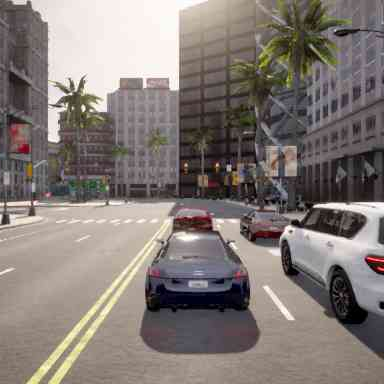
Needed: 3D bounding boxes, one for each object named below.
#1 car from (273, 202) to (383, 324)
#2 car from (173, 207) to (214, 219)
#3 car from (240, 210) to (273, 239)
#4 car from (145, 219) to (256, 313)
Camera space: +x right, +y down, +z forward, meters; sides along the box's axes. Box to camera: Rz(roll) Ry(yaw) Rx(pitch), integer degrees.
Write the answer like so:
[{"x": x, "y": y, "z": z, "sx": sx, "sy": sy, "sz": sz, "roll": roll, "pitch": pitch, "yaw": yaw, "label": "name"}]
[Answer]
[{"x": 3.599, "y": 1.221, "z": 7.270, "sx": 2.150, "sy": 2.045, "sz": 5.566, "roll": 0, "pitch": 0, "yaw": 0, "label": "car"}, {"x": 0.086, "y": 1.478, "z": 16.756, "sx": 1.882, "sy": 1.535, "sz": 5.008, "roll": 0, "pitch": 0, "yaw": 2, "label": "car"}, {"x": 3.593, "y": 1.564, "z": 16.635, "sx": 1.994, "sy": 1.385, "sz": 4.181, "roll": 0, "pitch": 0, "yaw": 0, "label": "car"}, {"x": 0.087, "y": 1.562, "z": 7.770, "sx": 1.994, "sy": 1.385, "sz": 4.181, "roll": 0, "pitch": 0, "yaw": -1, "label": "car"}]
